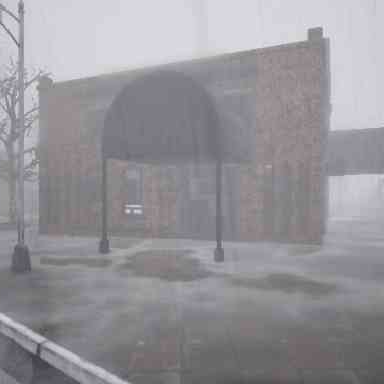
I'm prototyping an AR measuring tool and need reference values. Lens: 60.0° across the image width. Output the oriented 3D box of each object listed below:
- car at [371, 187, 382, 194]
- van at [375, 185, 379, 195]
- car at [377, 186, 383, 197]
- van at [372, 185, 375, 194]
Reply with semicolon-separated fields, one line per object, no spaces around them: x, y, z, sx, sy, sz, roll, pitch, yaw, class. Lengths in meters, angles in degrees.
45.136;-0.371;81.387;2.002;1.452;4.674;0;1;27;car
38.155;-0.268;66.158;1.878;1.987;4.442;0;1;24;van
36.082;0.144;61.117;2.163;1.488;4.792;0;2;22;car
40.351;-0.412;71.241;1.878;1.987;4.442;0;1;25;van
